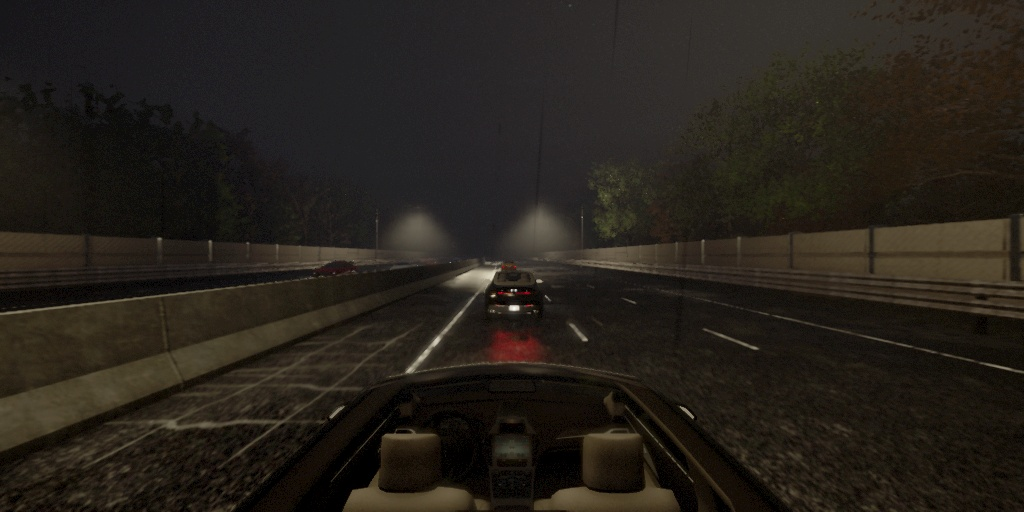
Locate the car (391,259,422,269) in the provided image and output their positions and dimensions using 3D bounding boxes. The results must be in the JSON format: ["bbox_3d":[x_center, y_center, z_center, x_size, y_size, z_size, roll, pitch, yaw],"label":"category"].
[{"bbox_3d":[-10.949,1.253,36.559,1.812,1.442,4.674,0,0,-1],"label":"car"}]

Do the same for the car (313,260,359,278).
[{"bbox_3d":[-14.326,1.210,29.465,1.882,1.535,5.008,0,0,-1],"label":"car"}]

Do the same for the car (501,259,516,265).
[{"bbox_3d":[-0.415,1.179,43.949,1.801,1.575,5.366,0,0,-1],"label":"car"}]

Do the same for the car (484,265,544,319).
[{"bbox_3d":[0.056,1.248,12.732,1.837,1.490,4.892,0,0,0],"label":"car"}]
